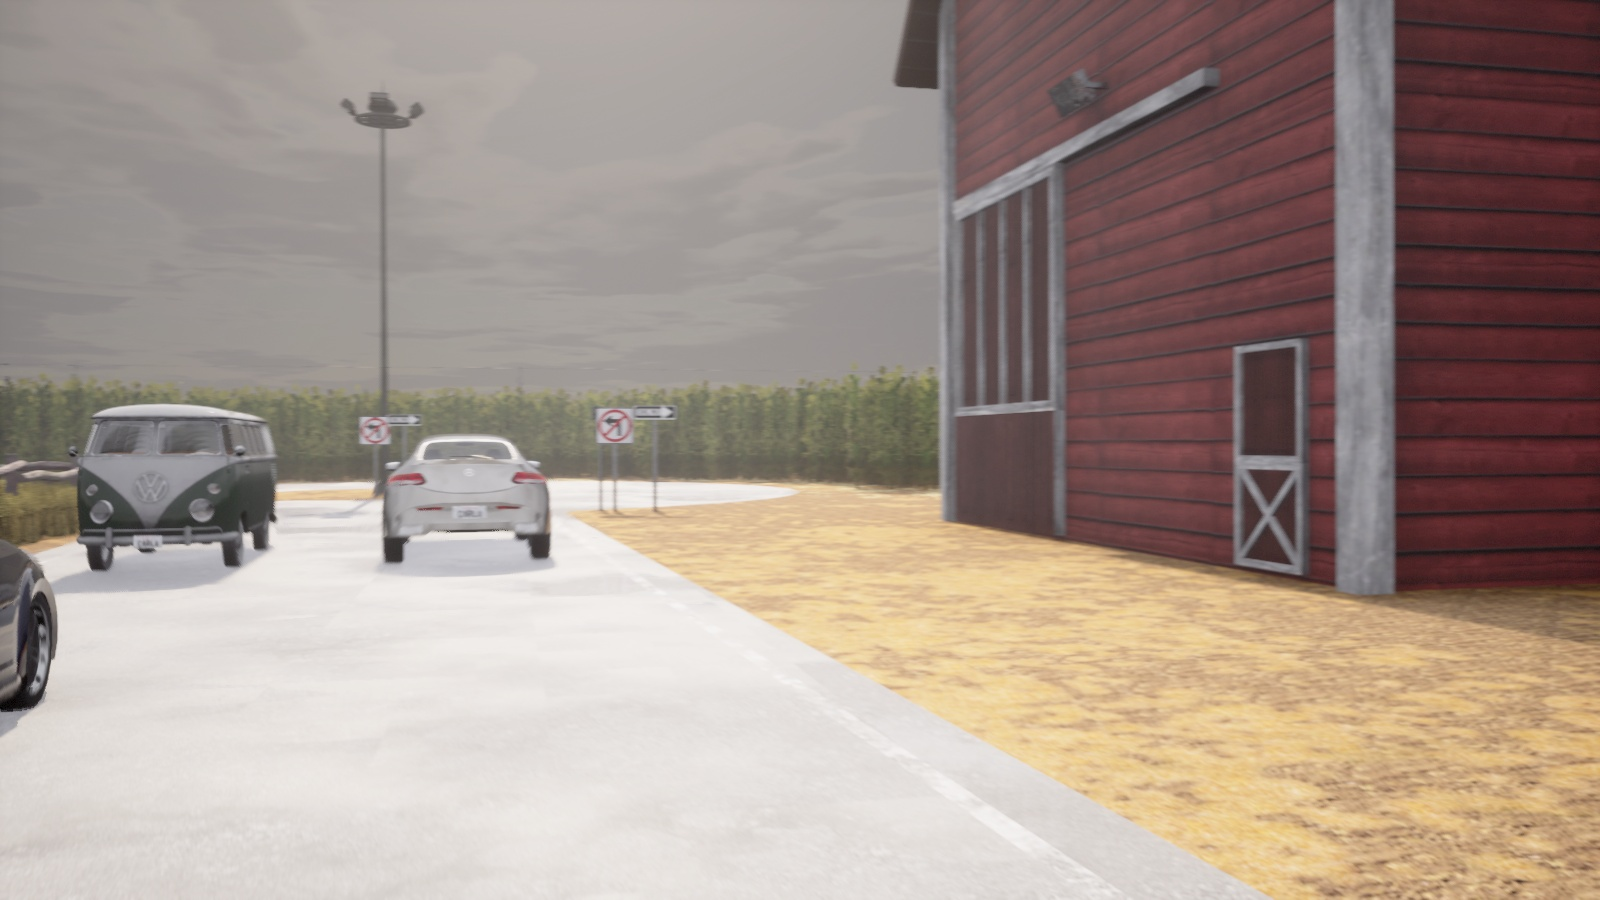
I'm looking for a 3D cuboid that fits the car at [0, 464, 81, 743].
[{"bbox_3d":[-4.815,0.791,5.435,1.994,1.385,4.181,0,0,-16],"label":"car"}]

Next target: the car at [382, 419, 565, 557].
[{"bbox_3d":[-4.643,0.435,17.731,2.152,1.651,5.027,0,0,-16],"label":"car"}]

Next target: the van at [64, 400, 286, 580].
[{"bbox_3d":[-7.837,0.426,16.176,1.775,1.987,4.442,0,0,-16],"label":"van"}]
